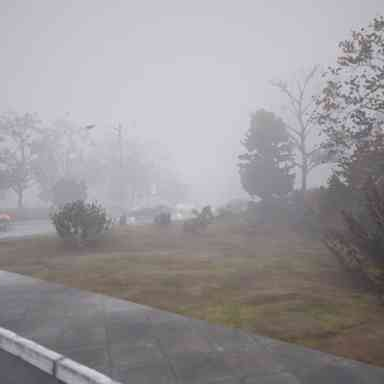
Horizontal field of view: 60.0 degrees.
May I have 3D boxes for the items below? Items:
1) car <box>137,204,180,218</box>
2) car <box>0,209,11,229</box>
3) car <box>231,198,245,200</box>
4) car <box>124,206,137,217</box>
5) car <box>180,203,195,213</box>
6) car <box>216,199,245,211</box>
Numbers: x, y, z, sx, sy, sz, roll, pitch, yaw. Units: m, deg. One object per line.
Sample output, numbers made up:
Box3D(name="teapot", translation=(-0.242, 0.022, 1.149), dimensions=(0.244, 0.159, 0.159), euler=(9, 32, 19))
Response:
Box3D(name="car", translation=(-3.840, 2.206, 39.555), dimensions=(1.837, 1.490, 4.892), euler=(-3, -2, 32))
Box3D(name="car", translation=(-16.886, 2.161, 26.052), dimensions=(2.097, 1.767, 4.553), euler=(-3, -2, 33))
Box3D(name="car", translation=(8.495, 2.098, 59.233), dimensions=(2.150, 2.045, 5.566), euler=(-3, -2, 32))
Box3D(name="car", translation=(-6.604, 2.391, 42.069), dimensions=(1.812, 1.442, 4.674), euler=(-3, -2, 32))
Box3D(name="car", translation=(-1.310, 2.453, 50.485), dimensions=(1.812, 1.442, 4.674), euler=(-3, -2, 33))
Box3D(name="car", translation=(5.371, 2.173, 47.673), dimensions=(2.033, 1.411, 5.357), euler=(-3, -2, 33))
